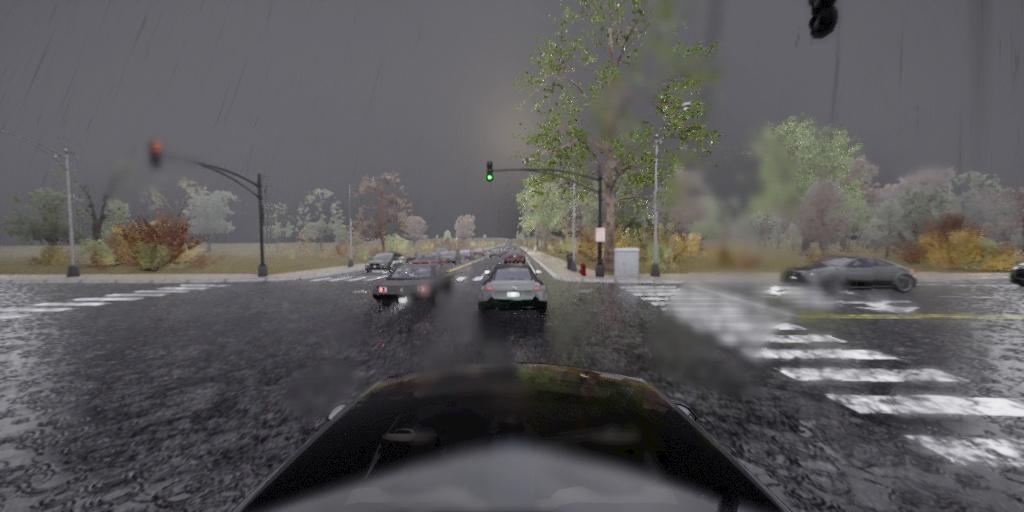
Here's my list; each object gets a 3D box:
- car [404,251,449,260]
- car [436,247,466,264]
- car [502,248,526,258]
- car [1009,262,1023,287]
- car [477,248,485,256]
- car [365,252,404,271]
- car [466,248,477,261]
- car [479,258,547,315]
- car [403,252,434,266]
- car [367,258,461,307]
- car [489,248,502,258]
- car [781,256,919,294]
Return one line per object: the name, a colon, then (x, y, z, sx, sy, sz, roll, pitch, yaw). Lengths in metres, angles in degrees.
car: (-6.497, 0.522, 27.878, 1.895, 1.301, 4.718, 0, 2, 1)
car: (-6.335, 0.136, 37.100, 1.837, 1.490, 4.892, 0, 2, 1)
car: (0.336, -0.046, 36.953, 2.097, 1.767, 4.553, 0, 2, 1)
car: (22.859, 0.453, 13.995, 4.553, 1.767, 2.097, 0, 3, 3)
car: (-5.798, -0.717, 63.426, 1.882, 1.535, 5.008, 0, 2, 1)
car: (-9.745, 0.438, 28.003, 1.837, 1.490, 4.892, 0, 2, 2)
car: (-6.134, -0.174, 47.550, 1.812, 1.442, 4.674, 0, 2, 1)
car: (0.028, 0.943, 11.731, 1.994, 1.385, 4.181, 0, 2, 0)
car: (-9.581, 0.244, 37.236, 1.895, 1.301, 4.718, 0, 2, 2)
car: (-3.228, 0.949, 12.902, 1.895, 1.301, 4.718, 0, 2, 0)
car: (-2.651, -0.489, 57.562, 2.033, 1.411, 5.357, 0, 2, 1)
car: (13.442, 0.710, 14.454, 4.181, 1.385, 1.994, 0, 3, 3)
